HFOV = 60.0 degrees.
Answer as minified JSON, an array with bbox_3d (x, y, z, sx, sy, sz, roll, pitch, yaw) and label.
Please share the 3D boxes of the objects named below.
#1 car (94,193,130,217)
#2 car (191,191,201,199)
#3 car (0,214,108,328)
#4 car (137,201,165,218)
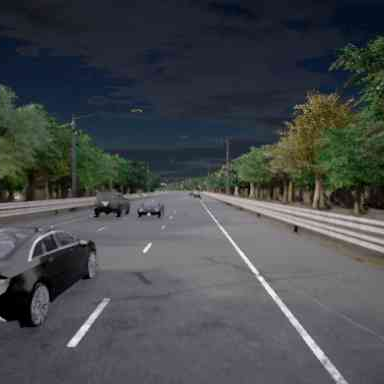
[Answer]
[{"bbox_3d":[-6.890,1.072,29.062,2.150,2.045,5.566,0,0,0],"label":"car"},{"bbox_3d":[1.250,1.019,82.061,1.837,1.490,4.892,0,0,0],"label":"car"},{"bbox_3d":[-3.399,1.458,6.883,2.128,1.511,4.902,0,0,0],"label":"car"},{"bbox_3d":[-3.390,1.455,28.406,1.895,1.301,4.718,0,0,0],"label":"car"}]
